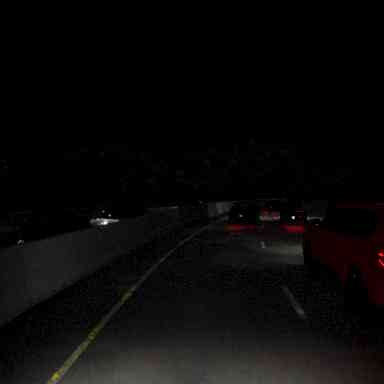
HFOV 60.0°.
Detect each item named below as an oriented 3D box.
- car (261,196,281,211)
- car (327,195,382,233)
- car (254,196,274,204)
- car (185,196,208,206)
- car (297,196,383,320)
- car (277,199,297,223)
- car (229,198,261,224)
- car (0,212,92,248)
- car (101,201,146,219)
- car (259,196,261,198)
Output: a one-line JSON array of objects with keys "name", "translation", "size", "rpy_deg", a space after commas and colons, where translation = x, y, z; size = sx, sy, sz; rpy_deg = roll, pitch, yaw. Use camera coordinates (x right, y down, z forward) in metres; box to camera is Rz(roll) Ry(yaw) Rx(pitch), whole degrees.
[{"name": "car", "translation": [10.420, 1.500, 41.214], "size": [2.128, 1.511, 4.902], "rpy_deg": [0, 0, 26]}, {"name": "car", "translation": [10.156, 1.240, 21.317], "size": [2.150, 2.045, 5.566], "rpy_deg": [0, 0, 15]}, {"name": "car", "translation": [14.361, 1.506, 66.408], "size": [1.837, 1.490, 4.892], "rpy_deg": [0, 0, 40]}, {"name": "car", "translation": [0.751, 1.466, 53.089], "size": [2.128, 1.511, 4.902], "rpy_deg": [0, 0, 31]}, {"name": "car", "translation": [4.106, 1.230, 7.391], "size": [2.150, 2.045, 5.566], "rpy_deg": [0, 0, 6]}, {"name": "car", "translation": [7.778, 1.514, 25.502], "size": [1.837, 1.490, 4.892], "rpy_deg": [0, 0, 17]}, {"name": "car", "translation": [4.042, 1.476, 25.246], "size": [1.882, 1.535, 5.008], "rpy_deg": [0, 0, 16]}, {"name": "car", "translation": [-5.938, 1.523, 13.479], "size": [2.033, 1.411, 5.357], "rpy_deg": [0, 0, 9]}, {"name": "car", "translation": [-5.883, 1.515, 29.478], "size": [2.033, 1.411, 5.357], "rpy_deg": [0, 0, 17]}, {"name": "car", "translation": [12.801, 1.606, 58.803], "size": [1.895, 1.301, 4.718], "rpy_deg": [0, 0, 37]}]
